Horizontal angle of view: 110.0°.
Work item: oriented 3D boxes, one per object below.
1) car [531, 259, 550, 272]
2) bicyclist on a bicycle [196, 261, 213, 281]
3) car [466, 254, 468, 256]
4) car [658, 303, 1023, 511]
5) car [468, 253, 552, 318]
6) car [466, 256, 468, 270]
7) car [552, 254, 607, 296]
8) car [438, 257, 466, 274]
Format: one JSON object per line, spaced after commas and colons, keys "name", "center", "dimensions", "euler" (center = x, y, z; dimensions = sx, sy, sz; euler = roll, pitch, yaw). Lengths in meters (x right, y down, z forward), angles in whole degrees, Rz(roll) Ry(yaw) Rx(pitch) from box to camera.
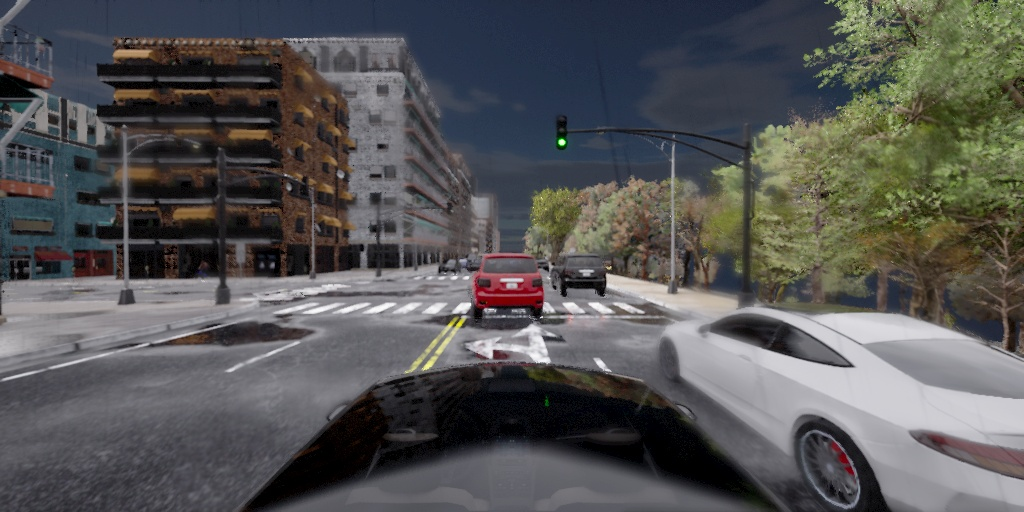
{"name": "car", "center": [3.346, 1.075, 42.520], "dimensions": [1.837, 1.490, 4.892], "euler": [0, 0, 0]}
{"name": "bicyclist on a bicycle", "center": [-24.881, 1.205, 28.989], "dimensions": [0.582, 1.620, 1.656], "euler": [-1, 1, -1]}
{"name": "car", "center": [-6.507, 0.732, 57.954], "dimensions": [2.150, 2.045, 5.566], "euler": [0, 0, 0]}
{"name": "car", "center": [3.345, 1.265, 4.068], "dimensions": [1.812, 1.442, 4.674], "euler": [0, 0, 0]}
{"name": "car", "center": [-0.356, 0.921, 12.888], "dimensions": [2.150, 2.045, 5.566], "euler": [0, 0, -7]}
{"name": "car", "center": [-6.564, 1.077, 47.496], "dimensions": [1.812, 1.442, 4.674], "euler": [0, 0, 0]}
{"name": "car", "center": [3.351, 0.896, 18.812], "dimensions": [2.150, 2.045, 5.566], "euler": [0, 1, 0]}
{"name": "car", "center": [-6.565, 1.093, 38.249], "dimensions": [1.837, 1.490, 4.892], "euler": [0, 0, 2]}
